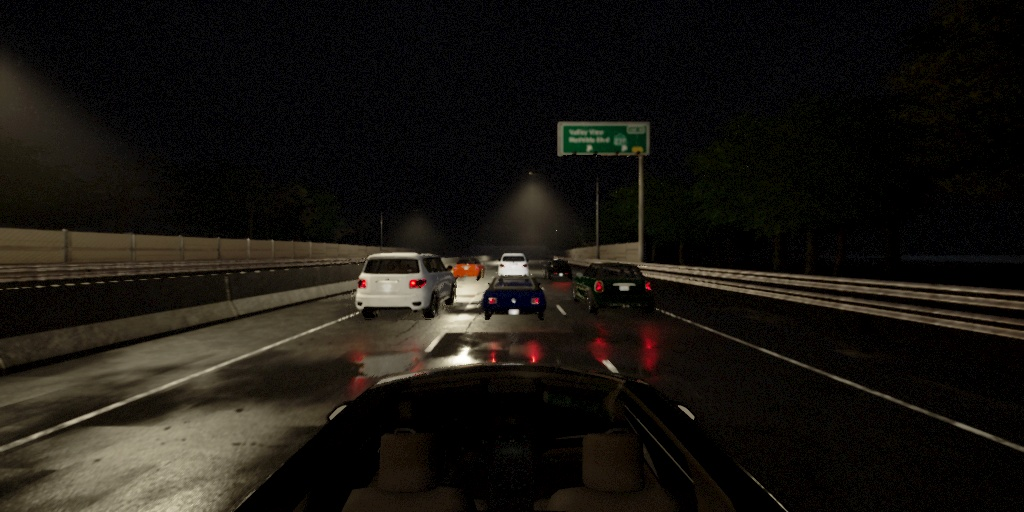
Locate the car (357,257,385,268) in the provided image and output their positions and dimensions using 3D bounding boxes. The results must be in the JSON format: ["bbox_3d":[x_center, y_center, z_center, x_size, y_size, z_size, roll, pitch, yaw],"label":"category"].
[{"bbox_3d":[-20.775,0.955,53.176,2.033,1.411,5.357,0,0,1],"label":"car"}]

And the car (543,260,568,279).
[{"bbox_3d":[3.651,1.085,28.885,1.837,1.490,4.892,0,1,1],"label":"car"}]

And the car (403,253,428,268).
[{"bbox_3d":[-13.813,0.640,51.701,2.150,2.045,5.566,0,0,1],"label":"car"}]

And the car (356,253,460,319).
[{"bbox_3d":[-3.420,0.911,12.590,2.150,2.045,5.566,0,1,1],"label":"car"}]

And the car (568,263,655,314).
[{"bbox_3d":[3.587,1.034,13.514,2.097,1.767,4.553,0,0,0],"label":"car"}]

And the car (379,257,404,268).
[{"bbox_3d":[-17.309,0.922,51.822,1.837,1.490,4.892,0,0,1],"label":"car"}]

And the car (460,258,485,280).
[{"bbox_3d":[-3.353,0.931,28.482,2.097,1.767,4.553,0,0,1],"label":"car"}]

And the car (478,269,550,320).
[{"bbox_3d":[0.079,1.290,12.408,1.895,1.301,4.718,0,0,1],"label":"car"}]

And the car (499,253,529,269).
[{"bbox_3d":[0.139,0.810,27.667,2.150,2.045,5.566,0,1,1],"label":"car"}]
